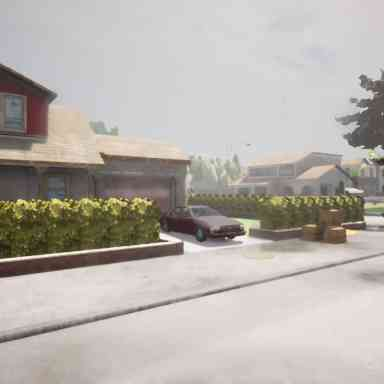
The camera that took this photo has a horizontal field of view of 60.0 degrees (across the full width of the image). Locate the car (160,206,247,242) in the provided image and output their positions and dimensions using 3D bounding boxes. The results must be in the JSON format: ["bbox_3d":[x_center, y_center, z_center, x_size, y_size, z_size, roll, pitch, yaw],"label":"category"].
[{"bbox_3d":[0.137,1.356,15.506,2.033,1.415,5.357,0,0,-33],"label":"car"}]
